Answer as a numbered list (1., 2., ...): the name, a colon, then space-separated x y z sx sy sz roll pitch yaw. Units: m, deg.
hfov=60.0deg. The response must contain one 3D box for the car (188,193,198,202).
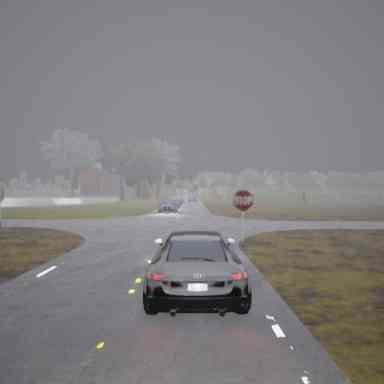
1. car: 0.157 1.454 69.679 1.994 1.385 4.181 0 0 0

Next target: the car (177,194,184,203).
1. car: -2.647 1.413 56.692 1.882 1.535 5.008 0 0 0

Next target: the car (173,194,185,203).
1. car: -2.600 1.269 66.647 2.097 1.767 4.553 0 0 0

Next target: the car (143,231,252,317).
1. car: 0.075 1.561 7.561 1.994 1.385 4.181 0 0 -1

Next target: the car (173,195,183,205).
1. car: -2.707 1.516 46.548 1.994 1.385 4.181 0 0 1

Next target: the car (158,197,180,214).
1. car: -2.570 1.534 35.342 1.994 1.385 4.181 0 0 -2

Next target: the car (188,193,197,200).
1. car: 0.179 1.074 79.689 2.097 1.767 4.553 0 0 0
